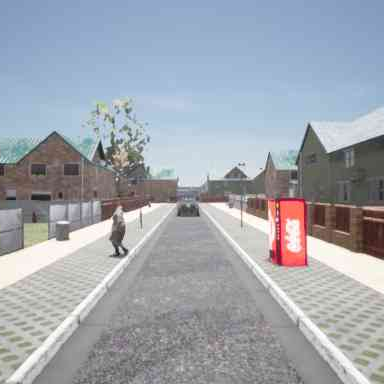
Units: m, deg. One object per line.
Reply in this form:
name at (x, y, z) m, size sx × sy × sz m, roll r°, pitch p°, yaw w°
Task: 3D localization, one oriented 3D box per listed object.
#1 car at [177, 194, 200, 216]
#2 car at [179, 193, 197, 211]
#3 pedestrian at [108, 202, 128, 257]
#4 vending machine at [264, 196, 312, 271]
car at (-0.359, 1.355, 32.948) m, size 2.097 × 1.767 × 4.553 m, roll 0°, pitch 0°, yaw -1°
car at (-0.502, 1.223, 43.143) m, size 2.150 × 2.045 × 5.566 m, roll 0°, pitch 0°, yaw -1°
pedestrian at (-2.391, 1.145, 10.797) m, size 0.375 × 1.860 × 0.375 m, roll 1°, pitch -1°, yaw -1°
vending machine at (2.851, 1.199, 9.962) m, size 1.100 × 2.100 × 0.880 m, roll -1°, pitch -1°, yaw -1°
